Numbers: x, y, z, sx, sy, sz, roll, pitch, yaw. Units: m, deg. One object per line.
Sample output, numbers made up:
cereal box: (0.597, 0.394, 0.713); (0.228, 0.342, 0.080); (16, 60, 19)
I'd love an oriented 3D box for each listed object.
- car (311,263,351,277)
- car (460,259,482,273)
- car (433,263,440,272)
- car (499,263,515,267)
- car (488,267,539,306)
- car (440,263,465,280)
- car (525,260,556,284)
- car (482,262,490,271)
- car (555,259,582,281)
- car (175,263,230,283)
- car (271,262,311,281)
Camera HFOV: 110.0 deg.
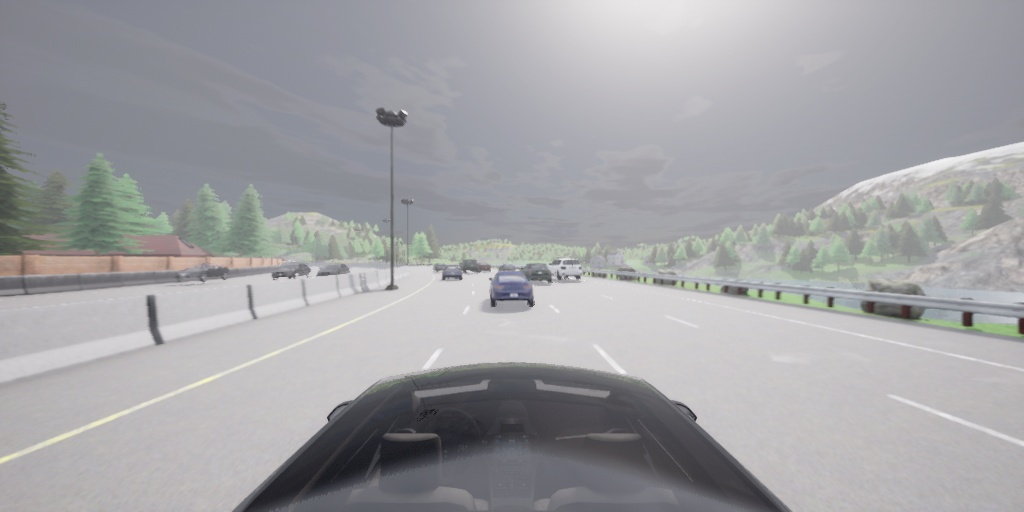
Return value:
car: (-16.152, 1.370, 32.676); (1.837, 1.490, 4.892); (0, -1, -10)
car: (-6.662, 1.540, 54.643); (2.150, 2.045, 5.566); (0, -1, -18)
car: (-11.808, 1.880, 58.742); (2.128, 1.511, 4.902); (0, -1, -19)
car: (-0.834, 1.889, 58.699); (1.994, 1.385, 4.181); (0, -1, -18)
car: (-0.091, 1.426, 16.645); (1.812, 1.442, 4.674); (0, 0, -4)
car: (-6.305, 1.709, 37.620); (1.994, 1.385, 4.181); (0, -1, -11)
car: (1.920, 1.381, 30.732); (2.097, 1.767, 4.553); (0, -1, -8)
car: (-5.054, 1.846, 60.618); (1.882, 1.535, 5.008); (0, -1, -19)
car: (5.005, 1.278, 35.084); (2.150, 2.045, 5.566); (0, -1, -10)
car: (-26.495, 1.372, 30.865); (2.128, 1.511, 4.902); (0, -1, -10)
car: (-19.600, 1.320, 32.073); (1.837, 1.490, 4.892); (0, -1, -10)
